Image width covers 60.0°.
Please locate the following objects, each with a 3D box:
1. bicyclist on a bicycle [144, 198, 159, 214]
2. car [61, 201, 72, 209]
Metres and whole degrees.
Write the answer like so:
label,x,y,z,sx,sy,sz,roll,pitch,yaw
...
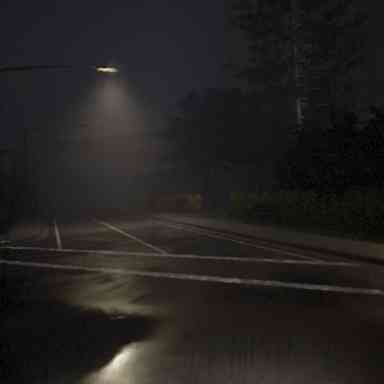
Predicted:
label,x,y,z,sx,sy,sz,roll,pitch,yaw
bicyclist on a bicycle,-4.125,1.405,33.873,1.656,1.620,0.582,-3,0,-23
car,-23.599,2.351,62.574,1.882,1.535,5.008,-3,0,-18
